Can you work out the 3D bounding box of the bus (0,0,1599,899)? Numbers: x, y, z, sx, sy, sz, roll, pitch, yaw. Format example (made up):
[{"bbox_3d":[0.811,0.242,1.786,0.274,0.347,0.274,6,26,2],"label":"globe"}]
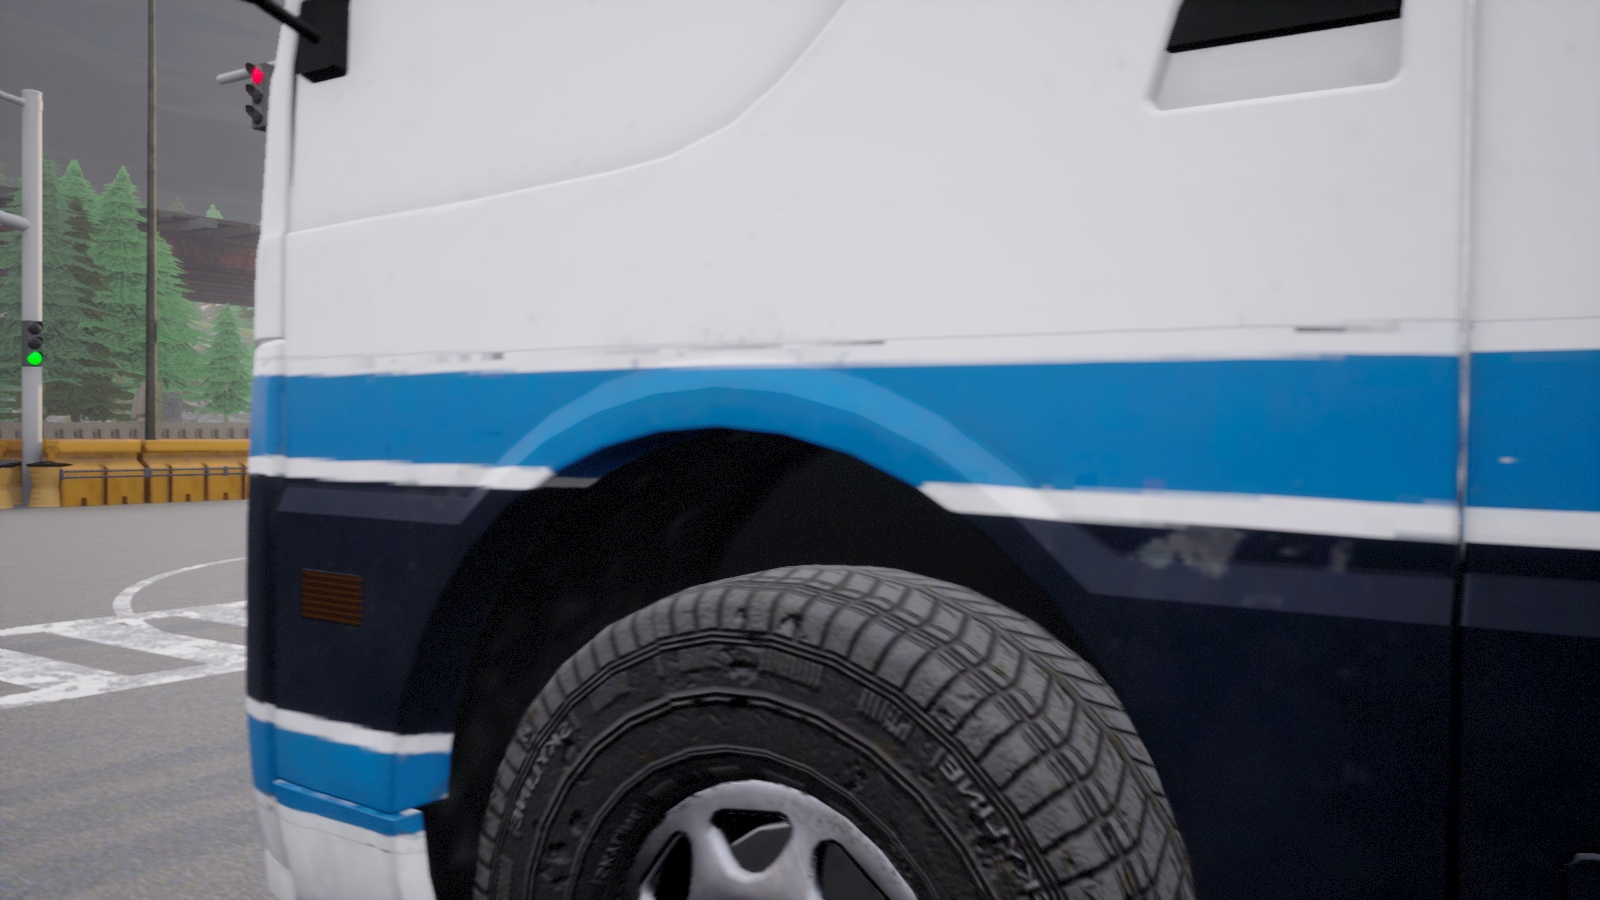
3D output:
[{"bbox_3d":[3.254,-0.697,1.434,10.273,4.253,3.944,0,1,34],"label":"bus"}]
